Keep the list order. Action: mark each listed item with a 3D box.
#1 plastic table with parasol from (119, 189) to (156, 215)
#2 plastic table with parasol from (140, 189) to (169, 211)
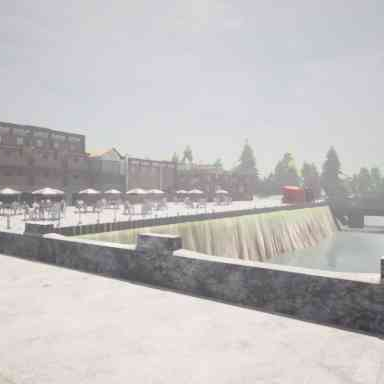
[{"bbox_3d":[-5.297,0.925,32.509,2.482,2.480,2.482,0,0,35],"label":"plastic table with parasol"},{"bbox_3d":[-4.538,0.925,40.197,2.482,2.480,2.482,0,0,35],"label":"plastic table with parasol"}]
